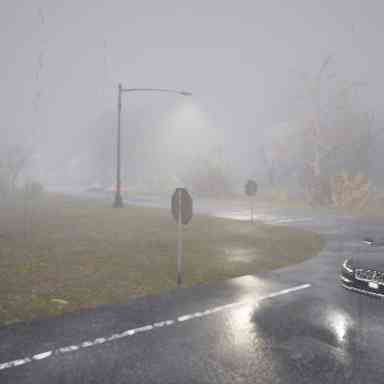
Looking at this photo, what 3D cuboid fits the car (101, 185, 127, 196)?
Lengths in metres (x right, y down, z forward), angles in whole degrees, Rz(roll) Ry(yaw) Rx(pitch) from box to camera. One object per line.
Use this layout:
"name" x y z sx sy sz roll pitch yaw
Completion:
"car" -11.928 -0.381 52.068 2.097 1.767 4.553 0 2 -36

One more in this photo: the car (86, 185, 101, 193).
"car" -17.525 -0.565 59.900 1.882 1.535 5.008 0 2 -36

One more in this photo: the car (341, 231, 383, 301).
"car" 5.400 1.439 7.683 4.892 1.490 1.837 -2 1 -35
